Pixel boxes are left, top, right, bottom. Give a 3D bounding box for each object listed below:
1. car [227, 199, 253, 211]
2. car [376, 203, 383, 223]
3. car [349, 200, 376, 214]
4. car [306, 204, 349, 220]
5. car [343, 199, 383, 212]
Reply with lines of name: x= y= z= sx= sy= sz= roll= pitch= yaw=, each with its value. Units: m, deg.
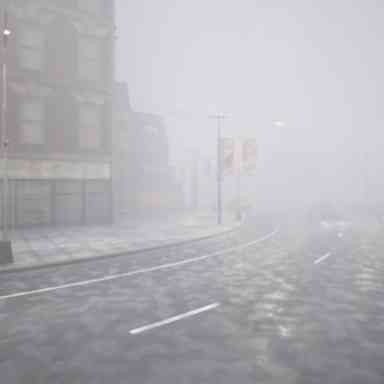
car: x=6.509 y=1.740 z=45.260 sx=1.882 sy=1.535 sz=5.008 roll=0 pitch=0 yaw=-19
car: x=14.812 y=1.585 z=23.154 sx=1.837 sy=1.490 sz=4.892 roll=0 pitch=0 yaw=12
car: x=19.064 y=1.696 z=36.881 sx=2.033 sy=1.411 sz=5.357 roll=0 pitch=0 yaw=-6
car: x=12.056 y=1.740 z=30.317 sx=1.895 sy=1.301 sz=4.718 roll=0 pitch=0 yaw=2
car: x=21.489 y=1.689 z=41.936 sx=2.002 sy=1.452 sz=4.674 roll=0 pitch=0 yaw=-11
